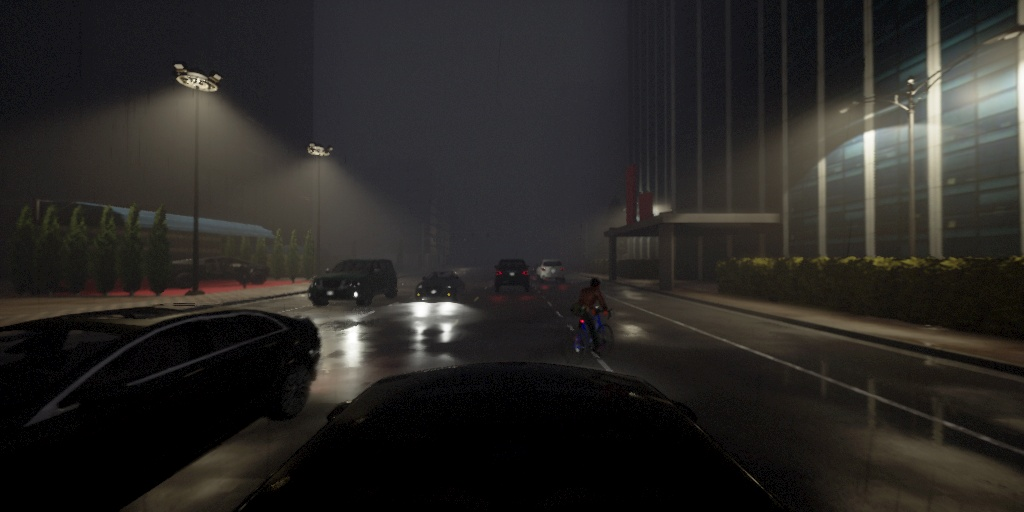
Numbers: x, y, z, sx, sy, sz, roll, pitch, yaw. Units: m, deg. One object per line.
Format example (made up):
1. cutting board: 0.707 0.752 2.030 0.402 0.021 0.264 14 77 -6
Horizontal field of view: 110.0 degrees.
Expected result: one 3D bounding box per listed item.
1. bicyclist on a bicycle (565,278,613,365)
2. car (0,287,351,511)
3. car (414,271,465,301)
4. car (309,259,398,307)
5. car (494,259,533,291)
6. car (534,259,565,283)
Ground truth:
1. bicyclist on a bicycle: 1.541 1.262 7.027 1.656 1.620 0.582 1 -1 -44
2. car: -3.600 1.257 3.112 2.128 1.511 4.902 0 -1 0
3. car: -3.653 1.504 18.736 1.994 1.385 4.181 0 -1 0
4. car: -7.114 1.142 16.818 2.150 2.045 5.566 0 -1 0
5. car: 0.001 1.221 24.158 2.150 2.045 5.566 0 -1 0
6. car: 3.459 1.319 32.737 2.150 2.045 5.566 0 0 0
